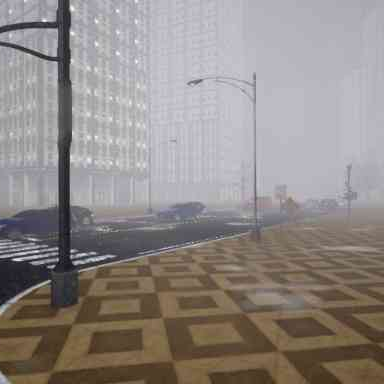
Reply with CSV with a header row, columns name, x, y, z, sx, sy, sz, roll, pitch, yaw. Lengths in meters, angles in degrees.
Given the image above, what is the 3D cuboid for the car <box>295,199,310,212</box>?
name,x,y,z,sx,sy,sz,roll,pitch,yaw
car,13.860,1.898,44.380,1.895,1.301,4.718,0,-1,33

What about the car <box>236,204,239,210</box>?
name,x,y,z,sx,sy,sz,roll,pitch,yaw
car,7.874,1.847,47.282,1.812,1.442,4.674,0,-1,33

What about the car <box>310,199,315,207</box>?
name,x,y,z,sx,sy,sz,roll,pitch,yaw
car,19.081,1.831,52.776,1.882,1.535,5.008,0,0,31

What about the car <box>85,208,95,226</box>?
name,x,y,z,sx,sy,sz,roll,pitch,yaw
car,-8.905,1.637,22.549,1.837,1.490,4.892,0,0,35

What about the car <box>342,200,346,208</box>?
name,x,y,z,sx,sy,sz,roll,pitch,yaw
car,24.402,1.965,55.237,1.895,1.301,4.718,0,0,30

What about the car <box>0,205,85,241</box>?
name,x,y,z,sx,sy,sz,roll,pitch,yaw
car,-8.343,1.617,17.587,1.812,1.442,4.674,0,-1,34

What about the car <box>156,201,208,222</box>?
name,x,y,z,sx,sy,sz,roll,pitch,yaw
car,-1.011,1.655,28.335,1.882,1.535,5.008,0,0,34

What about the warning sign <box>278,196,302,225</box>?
name,x,y,z,sx,sy,sz,roll,pitch,yaw
warning sign,6.783,1.251,22.979,1.300,1.860,1.060,0,0,34

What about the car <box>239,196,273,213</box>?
name,x,y,z,sx,sy,sz,roll,pitch,yaw
car,8.445,1.508,42.279,2.150,2.045,5.566,0,-1,34

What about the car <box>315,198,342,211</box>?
name,x,y,z,sx,sy,sz,roll,pitch,yaw
car,19.243,1.663,46.753,2.097,1.767,4.553,0,0,32

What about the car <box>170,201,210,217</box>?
name,x,y,z,sx,sy,sz,roll,pitch,yaw
car,-0.148,1.738,35.376,1.837,1.490,4.892,0,-1,34
